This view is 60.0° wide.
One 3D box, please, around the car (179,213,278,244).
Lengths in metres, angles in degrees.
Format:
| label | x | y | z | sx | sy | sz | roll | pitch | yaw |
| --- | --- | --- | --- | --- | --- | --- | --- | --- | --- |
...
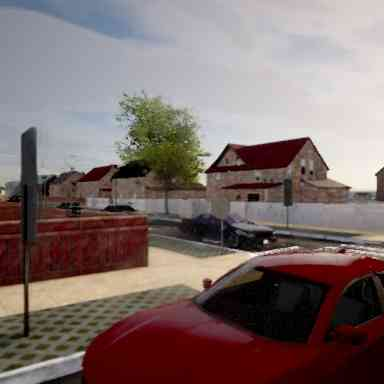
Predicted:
| label | x | y | z | sx | sy | sz | roll | pitch | yaw |
| --- | --- | --- | --- | --- | --- | --- | --- | --- | --- |
| car | 1.495 | 1.692 | 15.962 | 2.033 | 1.411 | 5.357 | 0 | 0 | -36 |

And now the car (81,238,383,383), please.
| label | x | y | z | sx | sy | sz | roll | pitch | yaw |
| --- | --- | --- | --- | --- | --- | --- | --- | --- | --- |
| car | 1.291 | 1.498 | 3.862 | 5.008 | 1.535 | 1.882 | 0 | 0 | -35 |

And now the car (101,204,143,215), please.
| label | x | y | z | sx | sy | sz | roll | pitch | yaw |
| --- | --- | --- | --- | --- | --- | --- | --- | --- | --- |
| car | -5.335 | 1.708 | 25.109 | 1.837 | 1.490 | 4.892 | 0 | 0 | -37 |

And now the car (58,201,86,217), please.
| label | x | y | z | sx | sy | sz | roll | pitch | yaw |
| --- | --- | --- | --- | --- | --- | --- | --- | --- | --- |
| car | -12.625 | 1.768 | 34.893 | 1.837 | 1.490 | 4.892 | 0 | 0 | -36 |

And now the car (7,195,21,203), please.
| label | x | y | z | sx | sy | sz | roll | pitch | yaw |
| --- | --- | --- | --- | --- | --- | --- | --- | --- | --- |
| car | -41.092 | 1.718 | 77.767 | 2.150 | 2.045 | 5.566 | 0 | 0 | -37 |
